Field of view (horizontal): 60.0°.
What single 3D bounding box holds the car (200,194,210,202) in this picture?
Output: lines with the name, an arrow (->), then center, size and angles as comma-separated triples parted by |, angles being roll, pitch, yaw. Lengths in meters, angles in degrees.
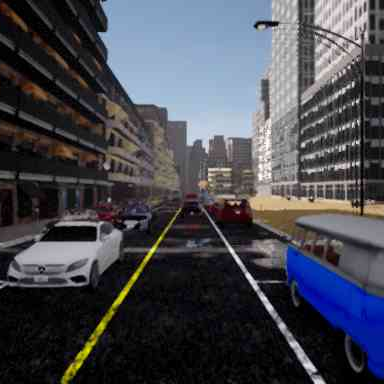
car -> 2.689, 1.354, 71.535 | 1.967, 1.590, 4.097 | 0, 0, 0

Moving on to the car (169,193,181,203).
car -> -3.001, 1.456, 67.510 | 1.994, 1.385, 4.181 | 0, 0, 0

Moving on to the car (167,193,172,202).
car -> -5.690, 1.458, 71.536 | 1.887, 1.381, 4.507 | 0, 0, 0

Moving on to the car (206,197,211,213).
car -> 2.688, 1.490, 32.849 | 1.887, 1.381, 4.507 | 0, 0, 0

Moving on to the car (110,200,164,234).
car -> -3.072, 1.456, 19.221 | 2.128, 1.511, 4.902 | 0, 0, 0

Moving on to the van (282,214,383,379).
van -> 2.685, 1.330, 5.215 | 1.690, 1.788, 3.998 | 0, 0, 0

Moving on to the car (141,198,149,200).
car -> -5.693, 1.528, 32.850 | 1.802, 1.307, 4.206 | 0, 0, 0

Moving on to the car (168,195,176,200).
car -> -5.688, 1.462, 93.643 | 2.008, 1.369, 4.403 | 0, 0, 0

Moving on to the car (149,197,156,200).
car -> -5.693, 1.379, 38.376 | 1.967, 1.590, 4.097 | 0, 0, 0

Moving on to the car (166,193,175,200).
car -> -5.691, 1.226, 88.116 | 2.192, 1.841, 5.009 | 0, 0, 0

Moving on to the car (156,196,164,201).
car -> -5.691, 1.452, 49.260 | 1.752, 1.417, 4.829 | 0, 0, 0

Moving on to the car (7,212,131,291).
car -> -3.091, 1.507, 9.126 | 1.812, 1.442, 4.674 | 0, 0, 0

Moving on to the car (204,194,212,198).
car -> 2.689, 1.452, 49.599 | 1.752, 1.417, 4.829 | 0, 0, 0

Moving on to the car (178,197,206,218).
car -> 0.008, 1.457, 29.259 | 1.837, 1.490, 4.892 | 0, 0, 0

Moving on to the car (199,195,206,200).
car -> 2.691, 1.493, 88.115 | 1.802, 1.307, 4.206 | 0, 0, 0

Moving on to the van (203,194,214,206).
van -> 2.688, 1.263, 54.955 | 1.690, 1.788, 3.998 | 0, 0, 0

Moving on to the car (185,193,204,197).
car -> 0.040, 1.157, 42.390 | 2.150, 2.045, 5.566 | 0, 0, 1

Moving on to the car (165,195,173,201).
car -> -5.690, 1.437, 82.420 | 1.752, 1.417, 4.829 | 0, 0, 0

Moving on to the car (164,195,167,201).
car -> -5.691, 1.466, 54.955 | 1.887, 1.381, 4.507 | 0, 0, 0

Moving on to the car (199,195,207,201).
car -> 2.691, 1.493, 82.589 | 1.802, 1.307, 4.206 | 0, 0, 0

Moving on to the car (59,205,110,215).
car -> -5.693, 1.520, 16.270 | 2.008, 1.369, 4.403 | 0, 0, 0

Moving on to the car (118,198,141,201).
car -> -5.694, 1.393, 27.323 | 1.967, 1.590, 4.097 | 0, 0, 0

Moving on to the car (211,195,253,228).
car -> 2.686, 1.276, 21.795 | 2.192, 1.841, 5.009 | 0, 0, 0
